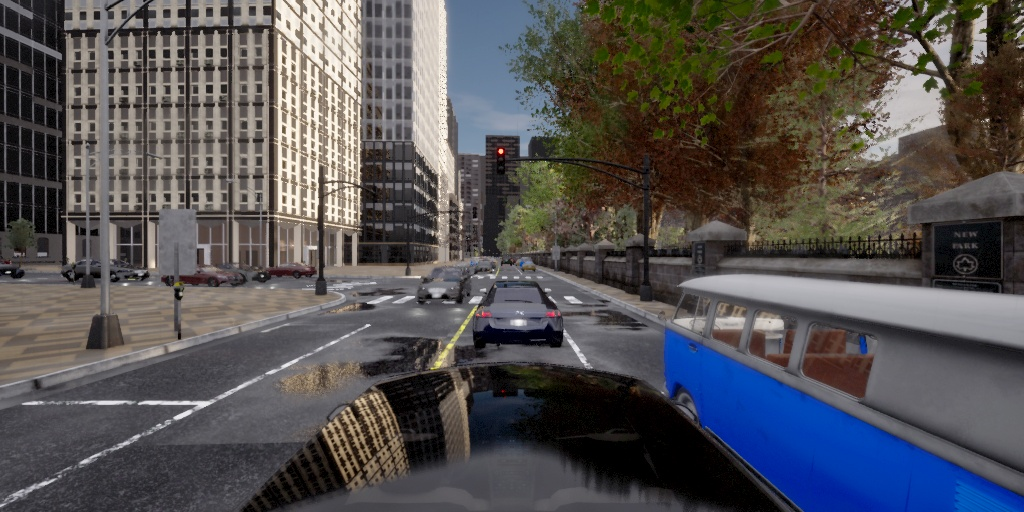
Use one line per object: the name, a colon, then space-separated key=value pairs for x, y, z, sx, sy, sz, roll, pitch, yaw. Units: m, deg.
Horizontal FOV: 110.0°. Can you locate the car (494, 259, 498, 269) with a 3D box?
car: x=-3.462 y=1.293 z=54.029 sx=1.994 sy=1.385 sz=4.181 roll=0 pitch=0 yaw=-1

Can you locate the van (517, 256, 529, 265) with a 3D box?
van: x=2.012 y=1.072 z=51.749 sx=1.690 sy=1.789 sz=3.998 roll=0 pitch=0 yaw=-1

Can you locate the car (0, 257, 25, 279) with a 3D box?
car: x=-36.453 y=0.917 z=24.625 sx=4.181 sy=1.385 sz=1.994 roll=1 pitch=0 yaw=2

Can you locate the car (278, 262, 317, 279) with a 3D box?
car: x=-18.083 y=1.127 z=29.125 sx=4.207 sy=1.307 sz=1.802 roll=0 pitch=0 yaw=4

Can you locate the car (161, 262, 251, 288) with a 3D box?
car: x=-18.150 y=1.149 z=21.011 sx=4.207 sy=1.307 sz=1.802 roll=0 pitch=0 yaw=4

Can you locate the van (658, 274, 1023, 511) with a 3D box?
van: x=2.568 y=1.091 z=2.657 sx=1.690 sy=1.789 sz=3.998 roll=0 pitch=0 yaw=0

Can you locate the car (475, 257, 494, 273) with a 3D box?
car: x=-3.213 y=1.240 z=40.895 sx=1.837 sy=1.490 sz=4.892 roll=0 pitch=1 yaw=-3

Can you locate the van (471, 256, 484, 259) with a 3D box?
van: x=-6.305 y=1.064 z=62.501 sx=1.690 sy=1.789 sz=3.998 roll=0 pitch=0 yaw=-2

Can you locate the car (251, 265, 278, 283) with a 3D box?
car: x=-18.276 y=1.123 z=23.559 sx=4.181 sy=1.385 sz=1.994 roll=1 pitch=0 yaw=4

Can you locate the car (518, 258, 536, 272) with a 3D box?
car: x=2.134 y=1.260 z=46.376 sx=1.751 sy=1.417 sz=4.829 roll=0 pitch=0 yaw=-1

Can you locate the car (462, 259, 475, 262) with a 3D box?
car: x=-5.628 y=1.288 z=40.326 sx=2.007 sy=1.370 sz=4.403 roll=0 pitch=0 yaw=-1

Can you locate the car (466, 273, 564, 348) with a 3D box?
car: x=0.101 y=1.313 z=9.238 sx=1.994 sy=1.385 sz=4.181 roll=0 pitch=0 yaw=-1

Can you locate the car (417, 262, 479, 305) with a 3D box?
car: x=-2.878 y=1.230 z=16.091 sx=2.128 sy=1.511 sz=4.902 roll=0 pitch=0 yaw=0

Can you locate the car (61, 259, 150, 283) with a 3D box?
car: x=-27.258 y=0.949 z=24.125 sx=4.902 sy=1.511 sz=2.128 roll=1 pitch=0 yaw=3
